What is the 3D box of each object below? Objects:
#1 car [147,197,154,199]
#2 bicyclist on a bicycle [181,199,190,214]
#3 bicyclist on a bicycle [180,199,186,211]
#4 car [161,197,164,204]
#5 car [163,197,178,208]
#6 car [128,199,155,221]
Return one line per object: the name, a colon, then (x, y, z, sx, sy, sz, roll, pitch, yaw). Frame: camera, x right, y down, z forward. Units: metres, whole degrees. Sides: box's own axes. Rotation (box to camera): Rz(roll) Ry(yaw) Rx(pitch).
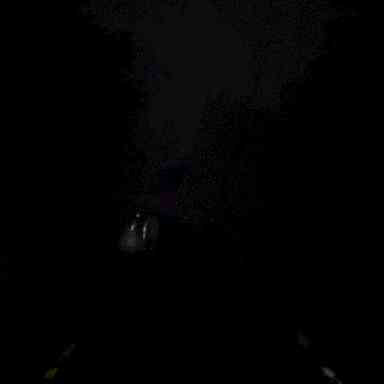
car: (-8.778, 1.813, 70.411, 1.882, 1.535, 5.008, 0, 0, -8)
bicyclist on a bicycle: (-0.567, 1.684, 37.131, 0.866, 1.612, 1.509, 0, 0, -4)
bicyclist on a bicycle: (-1.234, 1.733, 45.154, 0.582, 1.620, 1.656, 0, -1, -5)
car: (-5.857, 1.889, 74.453, 2.033, 1.411, 5.357, 0, 0, -9)
car: (-3.304, 1.861, 56.041, 2.033, 1.411, 5.357, 0, 0, -6)
car: (-4.602, 1.701, 29.806, 2.128, 1.511, 4.902, 0, 0, -4)
